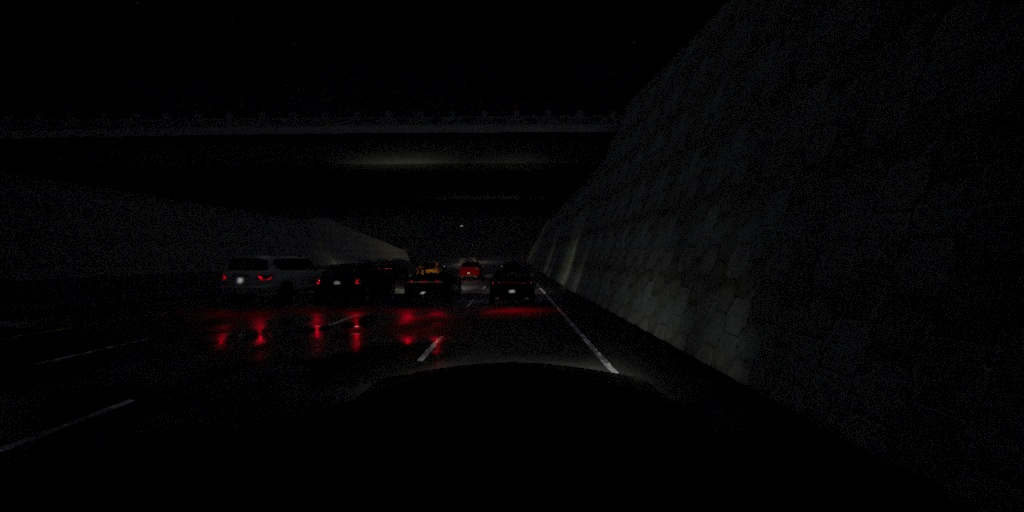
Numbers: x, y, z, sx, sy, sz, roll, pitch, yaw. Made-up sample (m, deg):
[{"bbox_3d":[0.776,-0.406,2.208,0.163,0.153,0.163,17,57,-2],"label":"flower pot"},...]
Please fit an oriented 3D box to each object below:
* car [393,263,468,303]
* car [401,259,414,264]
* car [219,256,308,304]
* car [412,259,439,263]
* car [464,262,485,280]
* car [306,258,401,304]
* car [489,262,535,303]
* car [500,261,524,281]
[{"bbox_3d":[-3.500,1.242,16.500,2.128,1.511,4.902,0,0,0],"label":"car"},{"bbox_3d":[-10.500,1.242,31.500,2.128,1.511,4.902,0,0,0],"label":"car"},{"bbox_3d":[-10.500,1.005,16.530,2.150,2.045,5.566,0,0,0],"label":"car"},{"bbox_3d":[-7.000,1.232,31.500,1.882,1.535,5.008,0,0,0],"label":"car"},{"bbox_3d":[-3.500,1.232,31.500,1.882,1.535,5.008,0,0,0],"label":"car"},{"bbox_3d":[-7.000,1.113,16.470,2.097,1.767,4.553,0,0,0],"label":"car"},{"bbox_3d":[0.000,1.232,16.500,1.882,1.535,5.008,0,0,0],"label":"car"},{"bbox_3d":[0.000,1.232,31.500,1.882,1.535,5.008,0,0,0],"label":"car"}]
